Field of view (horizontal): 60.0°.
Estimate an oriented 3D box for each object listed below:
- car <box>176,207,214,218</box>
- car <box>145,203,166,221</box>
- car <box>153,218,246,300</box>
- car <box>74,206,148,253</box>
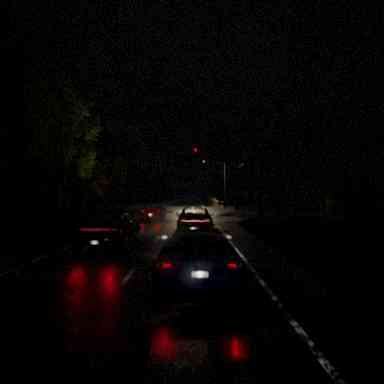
[{"bbox_3d":[0.152,1.570,17.944,2.128,1.511,4.902,0,0,0],"label":"car"},{"bbox_3d":[-3.322,1.650,28.790,1.812,1.442,4.674,0,0,0],"label":"car"},{"bbox_3d":[0.128,1.601,8.554,1.994,1.385,4.181,0,0,-1],"label":"car"},{"bbox_3d":[-3.362,1.550,13.925,2.128,1.511,4.902,0,-1,0],"label":"car"}]
